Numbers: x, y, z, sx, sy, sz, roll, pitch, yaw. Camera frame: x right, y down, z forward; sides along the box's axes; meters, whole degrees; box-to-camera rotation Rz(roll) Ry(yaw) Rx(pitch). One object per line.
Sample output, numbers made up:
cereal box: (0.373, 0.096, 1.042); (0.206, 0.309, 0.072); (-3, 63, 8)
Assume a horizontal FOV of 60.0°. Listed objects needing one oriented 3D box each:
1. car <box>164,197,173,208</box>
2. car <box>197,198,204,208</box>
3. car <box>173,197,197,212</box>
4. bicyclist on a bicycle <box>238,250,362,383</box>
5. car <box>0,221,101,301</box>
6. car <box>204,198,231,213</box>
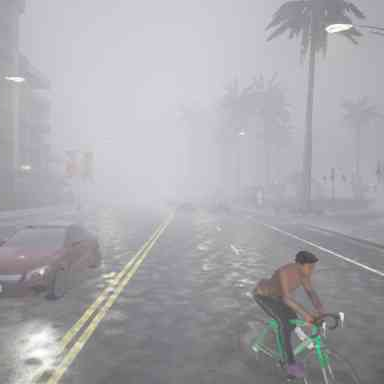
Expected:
car: (-2.792, 1.514, 48.323); (1.812, 1.442, 4.674); (0, 0, -16)
car: (1.263, 1.536, 46.926); (2.033, 1.411, 5.357); (0, 0, -14)
car: (-0.887, 1.516, 38.626); (1.812, 1.442, 4.674); (0, 0, -7)
bicyclist on a bicycle: (1.118, 1.453, 3.734); (0.582, 1.620, 1.656); (0, 2, -37)
car: (-3.646, 1.523, 8.443); (1.812, 1.442, 4.674); (0, 0, 0)
car: (2.880, 1.592, 36.946); (1.895, 1.301, 4.718); (0, 0, -6)
